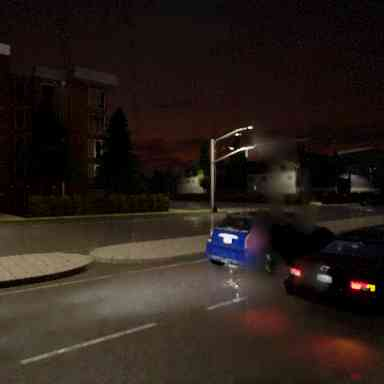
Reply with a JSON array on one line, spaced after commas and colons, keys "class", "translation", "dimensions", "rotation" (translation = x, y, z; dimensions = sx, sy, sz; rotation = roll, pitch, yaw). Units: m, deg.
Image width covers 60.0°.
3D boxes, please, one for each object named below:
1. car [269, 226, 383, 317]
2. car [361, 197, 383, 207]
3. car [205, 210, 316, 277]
[{"class": "car", "translation": [4.275, 1.553, 7.345], "dimensions": [5.357, 1.411, 2.033], "rotation": [0, 0, -38]}, {"class": "car", "translation": [28.298, 1.528, 52.080], "dimensions": [4.902, 1.511, 2.128], "rotation": [0, 0, -36]}, {"class": "car", "translation": [2.650, 1.358, 10.524], "dimensions": [4.553, 1.767, 2.097], "rotation": [0, 0, -39]}]
